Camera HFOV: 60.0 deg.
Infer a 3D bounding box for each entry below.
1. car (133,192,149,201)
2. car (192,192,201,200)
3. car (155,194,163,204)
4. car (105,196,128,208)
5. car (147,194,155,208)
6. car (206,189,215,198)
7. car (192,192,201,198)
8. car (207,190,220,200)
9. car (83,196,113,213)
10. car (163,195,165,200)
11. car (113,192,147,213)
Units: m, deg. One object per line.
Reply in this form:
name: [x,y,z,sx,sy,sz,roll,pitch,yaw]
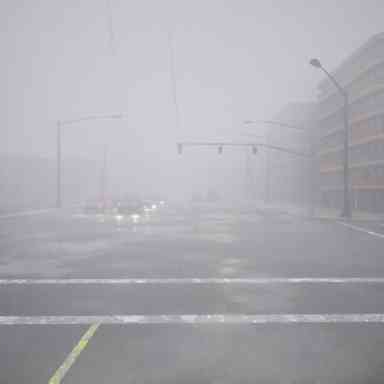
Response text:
car: [-9.674,0.895,63.169,2.128,1.511,4.902,0,1,1]
car: [0.885,0.958,65.759,1.895,1.301,4.718,0,1,0]
car: [-6.253,1.079,52.650,2.128,1.511,4.902,0,1,0]
car: [-9.789,1.313,43.473,1.994,1.385,4.181,0,1,0]
car: [-6.289,1.277,43.369,1.812,1.442,4.674,0,1,0]
car: [4.421,0.424,75.886,2.150,2.045,5.566,0,1,0]
car: [0.919,0.647,75.735,2.033,1.411,5.357,0,1,0]
car: [4.487,0.918,65.903,1.994,1.385,4.181,0,1,0]
car: [-9.818,1.224,34.831,2.097,1.767,4.553,0,1,0]
car: [-6.180,1.011,62.779,1.895,1.301,4.718,0,1,1]
car: [-6.320,1.225,34.486,2.097,1.767,4.553,0,1,0]
